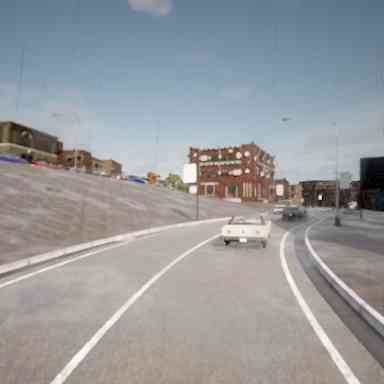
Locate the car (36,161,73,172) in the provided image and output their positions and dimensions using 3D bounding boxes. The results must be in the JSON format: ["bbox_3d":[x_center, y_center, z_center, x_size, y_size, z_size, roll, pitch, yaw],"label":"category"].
[{"bbox_3d":[-16.970,-2.808,39.428,2.163,1.488,4.792,-1,-3,20],"label":"car"}]

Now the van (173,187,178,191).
[{"bbox_3d":[-5.518,-0.340,82.255,1.878,1.987,4.442,0,-4,11],"label":"van"}]

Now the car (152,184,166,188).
[{"bbox_3d":[-7.765,-0.893,71.279,2.002,1.452,4.674,0,-4,13],"label":"car"}]

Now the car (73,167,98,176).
[{"bbox_3d":[-15.158,-2.520,44.634,2.002,1.452,4.674,-1,-3,19],"label":"car"}]

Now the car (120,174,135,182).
[{"bbox_3d":[-11.872,-2.103,55.184,2.185,1.767,4.553,0,-3,17],"label":"car"}]

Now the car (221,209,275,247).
[{"bbox_3d":[2.741,1.712,15.795,1.895,1.301,4.718,-1,-1,16],"label":"car"}]

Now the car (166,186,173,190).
[{"bbox_3d":[-6.615,-0.500,76.686,2.002,1.452,4.674,0,-4,12],"label":"car"}]

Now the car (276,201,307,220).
[{"bbox_3d":[10.125,1.952,32.712,2.128,1.511,4.902,-1,-2,26],"label":"car"}]

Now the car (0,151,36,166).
[{"bbox_3d":[-18.953,-3.249,34.070,2.185,1.767,4.553,-1,-3,22],"label":"car"}]

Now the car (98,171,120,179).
[{"bbox_3d":[-13.487,-2.283,49.786,2.231,1.521,4.892,-1,-3,18],"label":"car"}]

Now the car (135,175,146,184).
[{"bbox_3d":[-10.361,-1.900,60.585,2.435,2.045,5.566,0,-3,16],"label":"car"}]

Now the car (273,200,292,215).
[{"bbox_3d":[12.937,2.146,46.610,2.150,2.045,5.566,-1,-3,27],"label":"car"}]
